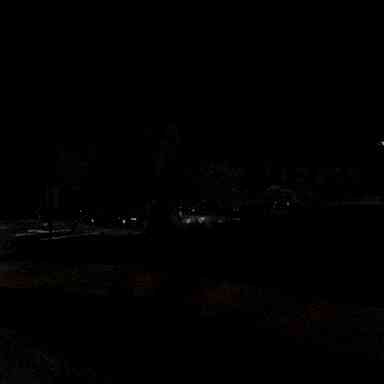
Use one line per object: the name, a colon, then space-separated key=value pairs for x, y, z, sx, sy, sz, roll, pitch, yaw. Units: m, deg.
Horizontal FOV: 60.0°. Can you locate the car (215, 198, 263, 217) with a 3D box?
car: x=4.522 y=1.478 z=31.431 sx=1.882 sy=1.535 sz=5.008 roll=0 pitch=0 yaw=36

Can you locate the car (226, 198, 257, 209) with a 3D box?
car: x=7.083 y=1.547 z=46.805 sx=2.033 sy=1.411 sz=5.357 roll=0 pitch=0 yaw=36

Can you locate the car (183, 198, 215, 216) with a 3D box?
car: x=1.552 y=1.506 z=33.301 sx=1.837 sy=1.490 sz=4.892 roll=0 pitch=0 yaw=36

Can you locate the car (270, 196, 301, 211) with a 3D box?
car: x=11.928 y=1.352 z=41.569 sx=2.097 sy=1.767 sz=4.553 roll=0 pitch=0 yaw=36

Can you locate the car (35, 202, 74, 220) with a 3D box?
car: x=-10.537 y=1.547 z=28.595 sx=2.033 sy=1.411 sz=5.357 roll=0 pitch=0 yaw=36

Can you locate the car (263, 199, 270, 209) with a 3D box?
car: x=8.725 y=1.563 z=43.126 sx=1.994 sy=1.385 sz=4.181 roll=0 pitch=0 yaw=36

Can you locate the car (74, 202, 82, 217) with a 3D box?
car: x=-6.960 y=1.601 z=27.559 sx=1.895 sy=1.301 sz=4.718 roll=0 pitch=0 yaw=36

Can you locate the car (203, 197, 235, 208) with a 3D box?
car: x=4.011 y=1.548 z=48.532 sx=2.033 sy=1.411 sz=5.357 roll=0 pitch=0 yaw=36

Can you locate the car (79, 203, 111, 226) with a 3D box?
car: x=-5.304 y=1.601 z=23.891 sx=1.895 sy=1.301 sz=4.718 roll=0 pitch=0 yaw=36

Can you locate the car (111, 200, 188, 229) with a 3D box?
car: x=-2.602 y=1.505 z=21.651 sx=1.837 sy=1.490 sz=4.892 roll=0 pitch=0 yaw=36
